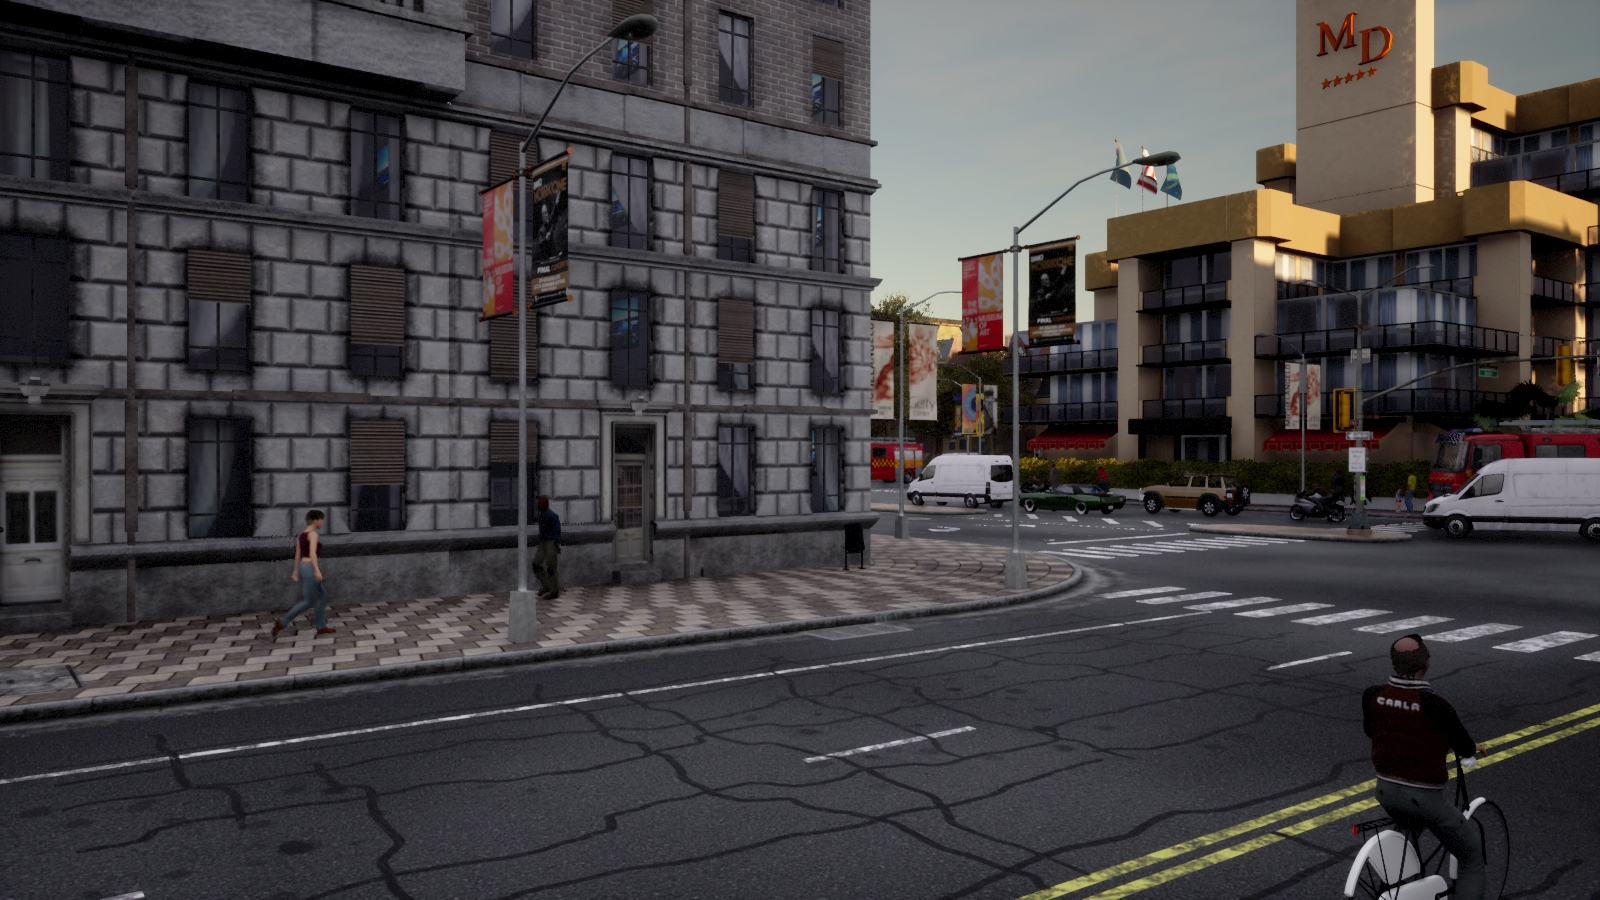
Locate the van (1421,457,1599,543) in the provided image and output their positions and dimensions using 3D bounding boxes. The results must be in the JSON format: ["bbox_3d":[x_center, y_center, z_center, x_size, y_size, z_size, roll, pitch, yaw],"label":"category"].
[{"bbox_3d":[23.178,1.534,36.384,5.915,2.561,1.988,0,0,30],"label":"van"}]

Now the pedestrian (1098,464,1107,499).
[{"bbox_3d":[16.414,1.696,61.996,0.375,1.860,0.375,0,0,-40],"label":"pedestrian"}]

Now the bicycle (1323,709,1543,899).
[{"bbox_3d":[3.626,2.210,6.476,1.835,1.171,0.329,0,0,-35],"label":"bicycle"}]

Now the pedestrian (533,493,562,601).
[{"bbox_3d":[-4.435,1.696,20.066,0.375,1.860,0.375,0,0,-34],"label":"pedestrian"}]

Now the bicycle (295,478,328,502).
[{"bbox_3d":[-27.398,2.268,64.096,1.835,1.171,0.329,5,-4,22],"label":"bicycle"}]

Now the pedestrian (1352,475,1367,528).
[{"bbox_3d":[20.111,1.848,41.034,0.375,1.860,0.375,0,0,-44],"label":"pedestrian"}]

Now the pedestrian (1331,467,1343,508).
[{"bbox_3d":[24.349,1.698,51.782,0.375,1.860,0.375,0,0,-38],"label":"pedestrian"}]

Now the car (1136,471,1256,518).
[{"bbox_3d":[17.034,1.864,49.374,1.932,1.855,4.605,0,0,-37],"label":"car"}]

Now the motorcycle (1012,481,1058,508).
[{"bbox_3d":[11.640,2.205,56.539,0.867,1.251,2.209,0,0,-37],"label":"motorcycle"}]

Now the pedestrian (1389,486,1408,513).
[{"bbox_3d":[25.043,2.077,47.771,0.500,1.100,0.500,0,0,-23],"label":"pedestrian"}]

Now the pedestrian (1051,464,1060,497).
[{"bbox_3d":[14.423,1.696,64.509,0.375,1.860,0.375,0,0,-37],"label":"pedestrian"}]

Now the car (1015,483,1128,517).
[{"bbox_3d":[11.885,2.155,50.351,1.895,1.301,4.718,0,0,-37],"label":"car"}]

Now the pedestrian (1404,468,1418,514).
[{"bbox_3d":[25.209,1.696,47.143,0.375,1.860,0.375,0,0,-35],"label":"pedestrian"}]

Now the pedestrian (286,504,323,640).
[{"bbox_3d":[-6.974,1.696,16.080,0.375,1.860,0.375,0,0,-42],"label":"pedestrian"}]

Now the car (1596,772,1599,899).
[{"bbox_3d":[4.999,1.754,3.274,6.274,2.098,2.390,0,0,-34],"label":"car"}]

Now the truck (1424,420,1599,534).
[{"bbox_3d":[26.849,0.891,39.804,8.468,3.827,2.891,0,0,10],"label":"truck"}]

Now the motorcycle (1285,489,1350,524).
[{"bbox_3d":[20.381,2.205,45.032,0.867,1.251,2.209,0,0,-40],"label":"motorcycle"}]
